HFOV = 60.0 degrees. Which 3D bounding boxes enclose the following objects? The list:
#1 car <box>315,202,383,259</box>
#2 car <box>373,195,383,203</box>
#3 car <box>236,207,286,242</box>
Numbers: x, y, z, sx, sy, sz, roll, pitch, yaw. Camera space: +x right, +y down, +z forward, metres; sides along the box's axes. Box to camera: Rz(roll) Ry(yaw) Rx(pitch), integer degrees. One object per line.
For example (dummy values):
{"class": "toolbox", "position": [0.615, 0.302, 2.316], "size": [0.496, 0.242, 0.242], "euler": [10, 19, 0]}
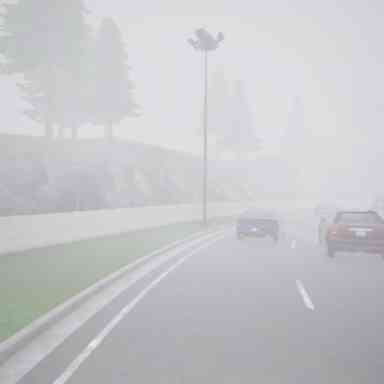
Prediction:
{"class": "car", "position": [6.209, 1.396, 13.024], "size": [2.097, 1.767, 4.553], "euler": [0, 0, 17]}
{"class": "car", "position": [20.425, 1.367, 34.118], "size": [5.566, 2.045, 2.150], "euler": [0, 0, -41]}
{"class": "car", "position": [3.603, 1.503, 16.872], "size": [1.882, 1.535, 5.008], "euler": [0, 0, 21]}
